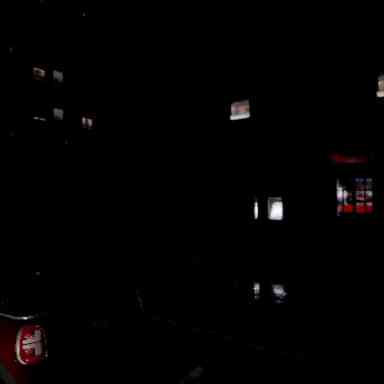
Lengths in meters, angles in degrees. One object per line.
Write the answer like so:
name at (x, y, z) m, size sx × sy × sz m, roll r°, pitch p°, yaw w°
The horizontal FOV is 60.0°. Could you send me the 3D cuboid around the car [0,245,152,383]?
car at (-2.585, 1.485, 4.722) m, size 4.097 × 1.590 × 1.967 m, roll -1°, pitch -1°, yaw 36°
